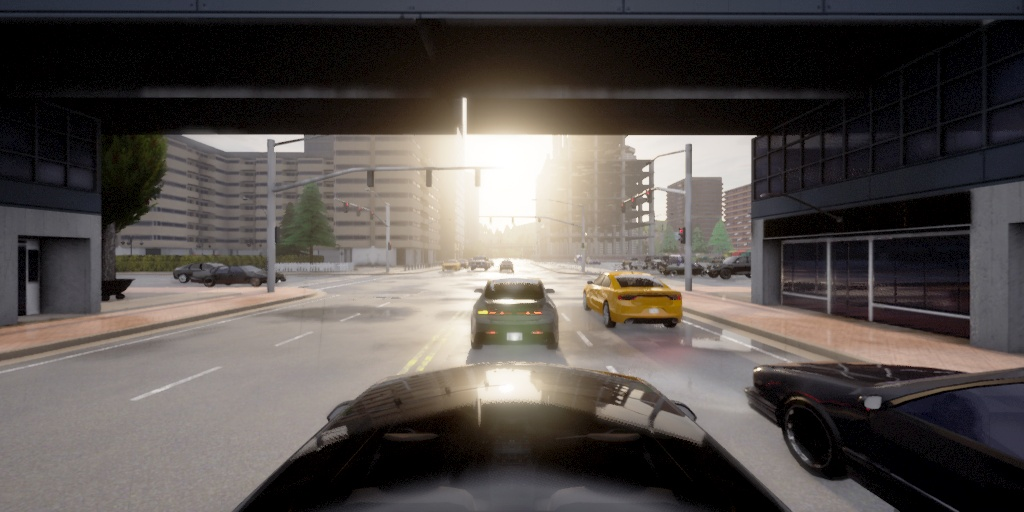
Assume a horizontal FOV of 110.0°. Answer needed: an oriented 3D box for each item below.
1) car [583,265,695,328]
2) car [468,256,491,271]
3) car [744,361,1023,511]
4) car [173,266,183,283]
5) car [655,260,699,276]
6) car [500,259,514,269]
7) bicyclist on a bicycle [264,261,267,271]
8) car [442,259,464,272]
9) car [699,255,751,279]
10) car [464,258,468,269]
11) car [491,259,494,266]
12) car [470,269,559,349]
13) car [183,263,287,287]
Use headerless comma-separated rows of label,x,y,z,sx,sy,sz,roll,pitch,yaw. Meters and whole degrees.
car,3.576,1.227,11.476,1.882,1.535,5.008,0,0,0
car,-4.518,0.969,50.518,2.150,2.045,5.566,0,0,0
car,3.600,1.297,1.648,2.033,1.411,5.357,0,0,0
car,-22.939,1.253,27.394,4.892,1.490,1.837,0,0,0
car,16.883,1.349,34.879,4.718,1.301,1.895,0,0,0
car,-0.720,1.295,47.409,2.033,1.411,5.357,0,0,-1
bicyclist on a bicycle,-26.004,1.049,38.363,0.582,1.620,1.656,0,0,0
car,-8.001,1.225,47.635,1.882,1.535,5.008,0,0,0
car,19.897,0.970,31.341,5.566,2.045,2.150,0,0,1
car,-8.055,1.225,57.207,1.882,1.535,5.008,0,0,0
car,-4.565,1.238,60.259,2.128,1.511,4.902,0,0,0
car,0.064,1.254,9.105,1.837,1.490,4.892,0,0,0
car,-18.180,1.296,23.924,5.357,1.411,2.033,0,0,-1
